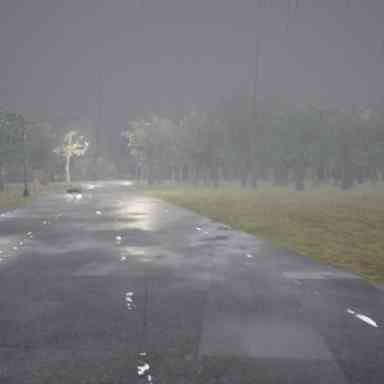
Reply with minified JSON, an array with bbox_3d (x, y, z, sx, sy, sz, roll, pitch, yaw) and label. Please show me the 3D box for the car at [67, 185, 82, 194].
[{"bbox_3d":[-18.195,-0.359,51.556,1.895,1.301,4.718,-1,3,-13],"label":"car"}]
